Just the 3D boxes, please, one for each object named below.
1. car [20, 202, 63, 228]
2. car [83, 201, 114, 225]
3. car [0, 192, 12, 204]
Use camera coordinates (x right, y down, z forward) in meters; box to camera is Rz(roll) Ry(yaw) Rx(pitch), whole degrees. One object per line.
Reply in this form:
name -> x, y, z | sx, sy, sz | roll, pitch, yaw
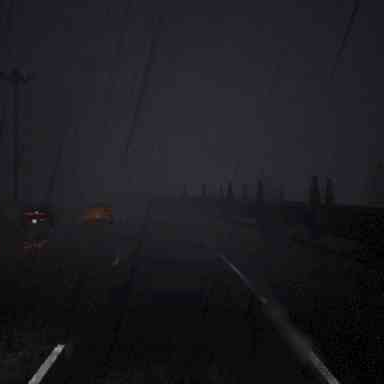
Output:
car -> -9.697, 1.431, 21.673 | 1.837, 1.490, 4.892 | 0, 0, -13
car -> -6.627, 1.388, 23.727 | 1.882, 1.535, 5.008 | 0, 0, -14
car -> -29.878, 1.057, 52.733 | 2.150, 2.045, 5.566 | 0, 0, -26
